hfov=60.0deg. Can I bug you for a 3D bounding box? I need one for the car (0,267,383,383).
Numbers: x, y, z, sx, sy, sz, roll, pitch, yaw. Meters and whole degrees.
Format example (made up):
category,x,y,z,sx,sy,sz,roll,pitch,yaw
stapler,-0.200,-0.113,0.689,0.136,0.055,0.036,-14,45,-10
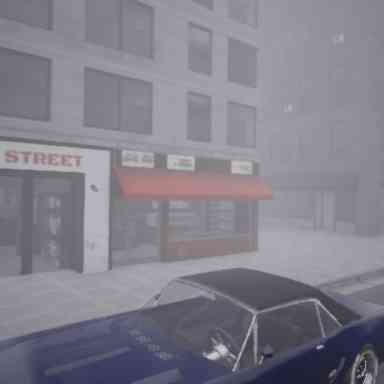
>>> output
category,x,y,z,sx,sy,sz,roll,pitch,yaw
car,0.268,1.633,3.571,4.718,1.301,1.895,1,-1,-35
